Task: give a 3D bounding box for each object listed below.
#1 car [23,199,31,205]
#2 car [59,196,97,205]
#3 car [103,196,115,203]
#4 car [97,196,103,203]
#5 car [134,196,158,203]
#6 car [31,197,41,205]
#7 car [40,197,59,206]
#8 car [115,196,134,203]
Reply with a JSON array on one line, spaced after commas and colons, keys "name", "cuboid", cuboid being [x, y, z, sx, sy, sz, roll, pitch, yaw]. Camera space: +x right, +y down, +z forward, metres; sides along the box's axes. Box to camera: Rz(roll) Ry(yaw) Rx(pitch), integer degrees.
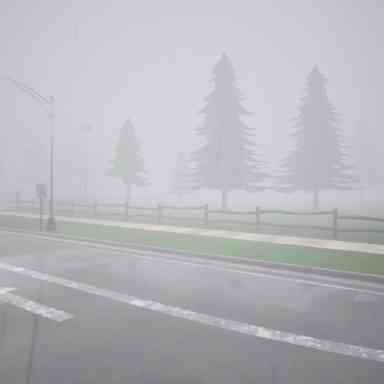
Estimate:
[{"name": "car", "cuboid": [-27.089, 1.562, 57.810, 1.994, 1.385, 4.181, 0, 0, 35]}, {"name": "car", "cuboid": [-17.950, 1.351, 52.582, 2.097, 1.767, 4.553, 0, 0, 35]}, {"name": "car", "cuboid": [-15.191, 1.524, 68.521, 2.128, 1.511, 4.902, 0, 0, 35]}, {"name": "car", "cuboid": [-18.275, 1.522, 70.220, 1.812, 1.442, 4.674, 0, 0, 35]}, {"name": "car", "cuboid": [-8.667, 1.562, 65.694, 1.994, 1.385, 4.181, 0, 0, 36]}, {"name": "car", "cuboid": [-24.007, 1.524, 56.124, 1.812, 1.442, 4.674, 0, 0, 35]}, {"name": "car", "cuboid": [-21.405, 1.599, 53.751, 1.895, 1.301, 4.718, 0, 0, 35]}, {"name": "car", "cuboid": [-12.392, 1.524, 66.453, 1.812, 1.442, 4.674, 0, 0, 36]}]
